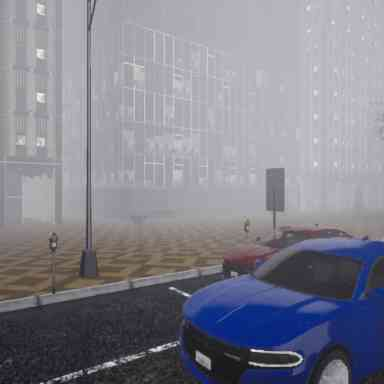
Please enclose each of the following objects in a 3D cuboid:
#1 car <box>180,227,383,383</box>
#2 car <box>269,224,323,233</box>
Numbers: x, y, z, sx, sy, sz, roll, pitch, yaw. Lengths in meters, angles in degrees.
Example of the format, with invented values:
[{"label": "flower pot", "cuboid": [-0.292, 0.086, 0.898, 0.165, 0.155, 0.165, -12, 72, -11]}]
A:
[{"label": "car", "cuboid": [2.148, 1.478, 4.912, 5.008, 1.535, 1.882, 0, 0, -36]}, {"label": "car", "cuboid": [2.748, 1.545, 8.527, 4.507, 1.381, 1.887, 0, 0, -36]}]
